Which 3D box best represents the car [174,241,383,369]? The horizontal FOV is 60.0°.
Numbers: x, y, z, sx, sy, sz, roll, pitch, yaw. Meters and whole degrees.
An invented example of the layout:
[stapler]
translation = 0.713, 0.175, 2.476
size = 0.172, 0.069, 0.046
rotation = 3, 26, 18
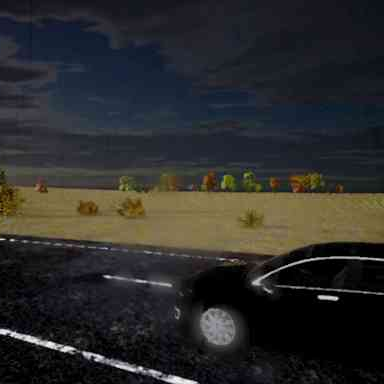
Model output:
[car]
translation = 2.077, 1.494, 4.792
size = 4.892, 1.490, 1.837
rotation = 0, 0, 26
